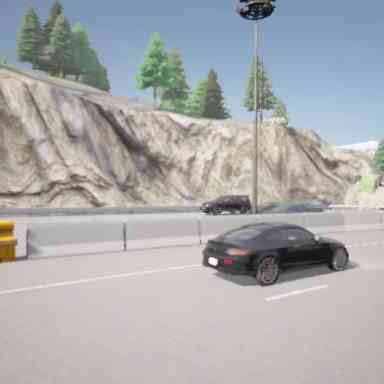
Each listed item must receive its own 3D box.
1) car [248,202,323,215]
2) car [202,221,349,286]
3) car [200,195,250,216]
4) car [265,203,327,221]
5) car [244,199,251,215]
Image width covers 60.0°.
[{"bbox_3d":[7.108,1.655,24.505,5.357,1.411,2.033,1,0,-28],"label":"car"},{"bbox_3d":[2.455,1.563,9.446,4.674,1.442,1.812,1,0,-33],"label":"car"},{"bbox_3d":[3.629,1.316,34.489,5.566,2.045,2.150,1,0,-27],"label":"car"},{"bbox_3d":[9.277,1.685,29.530,5.357,1.411,2.033,1,0,-26],"label":"car"},{"bbox_3d":[7.621,1.691,32.553,4.181,1.385,1.994,1,0,-26],"label":"car"}]
